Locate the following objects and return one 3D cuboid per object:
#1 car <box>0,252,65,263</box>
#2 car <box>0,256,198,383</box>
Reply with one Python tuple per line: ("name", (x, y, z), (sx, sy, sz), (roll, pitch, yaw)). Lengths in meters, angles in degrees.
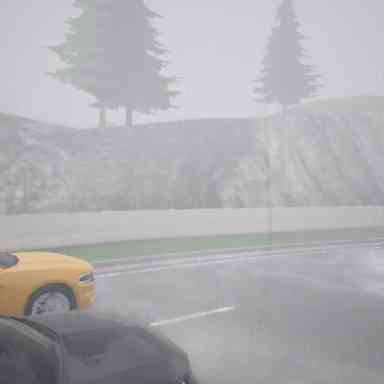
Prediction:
("car", (-4.036, 1.411, 5.036), (5.008, 1.535, 1.882), (0, 0, -34))
("car", (-2.164, 1.472, 1.963), (4.892, 1.490, 1.837), (0, 0, -36))
